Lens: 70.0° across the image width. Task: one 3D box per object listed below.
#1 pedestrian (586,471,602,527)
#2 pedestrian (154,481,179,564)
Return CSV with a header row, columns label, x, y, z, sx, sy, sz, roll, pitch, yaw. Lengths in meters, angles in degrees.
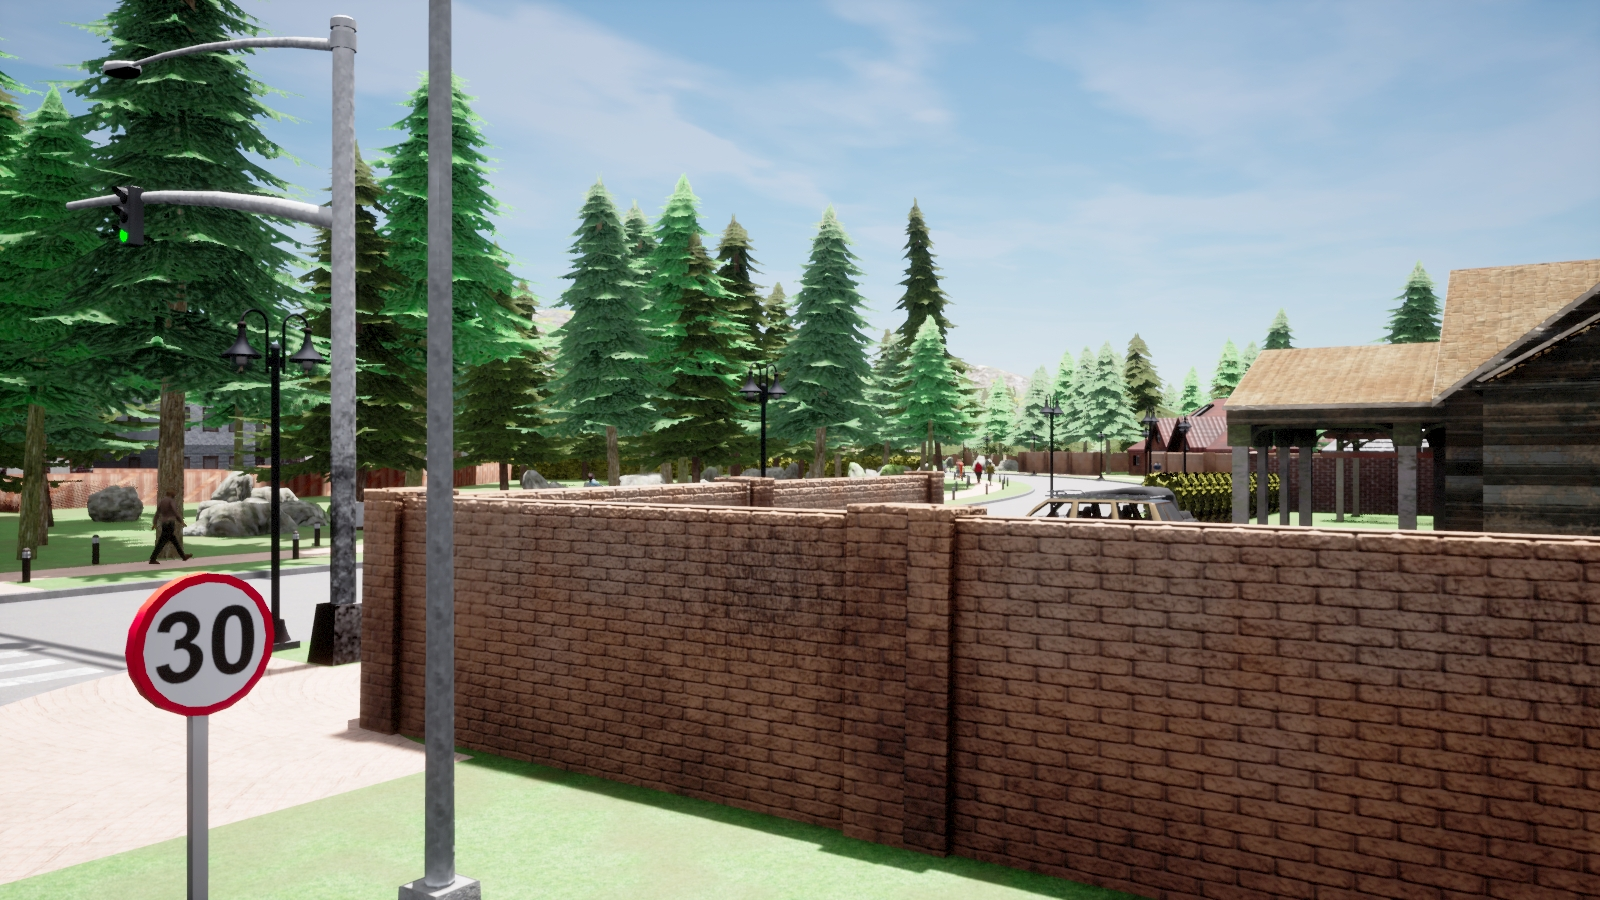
label,x,y,z,sx,sy,sz,roll,pitch,yaw
pedestrian,-6.910,1.646,38.334,0.375,1.860,0.375,0,0,34
pedestrian,-14.450,1.647,26.063,0.375,1.860,0.375,0,0,29
